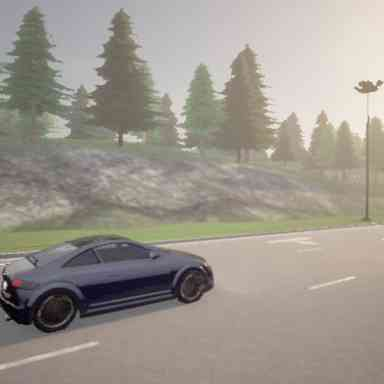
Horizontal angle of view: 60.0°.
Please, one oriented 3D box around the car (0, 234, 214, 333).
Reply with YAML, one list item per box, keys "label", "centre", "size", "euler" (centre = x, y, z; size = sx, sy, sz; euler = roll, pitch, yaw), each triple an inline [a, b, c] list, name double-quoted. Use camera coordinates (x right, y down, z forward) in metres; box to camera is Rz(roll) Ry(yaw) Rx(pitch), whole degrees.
- label: "car"
  centre: [-1.580, 1.600, 6.918]
  size: [4.181, 1.385, 1.994]
  euler: [1, -1, -35]
